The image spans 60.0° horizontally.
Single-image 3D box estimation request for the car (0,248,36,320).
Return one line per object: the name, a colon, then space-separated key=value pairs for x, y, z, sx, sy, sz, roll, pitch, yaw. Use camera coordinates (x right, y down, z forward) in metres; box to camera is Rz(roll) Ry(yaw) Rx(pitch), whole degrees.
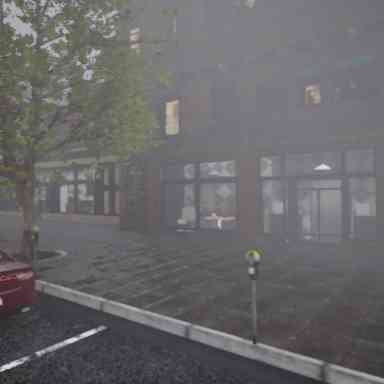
car: x=-4.762 y=1.525 z=6.284 sx=4.507 sy=1.381 sz=1.887 roll=0 pitch=-1 yaw=36
